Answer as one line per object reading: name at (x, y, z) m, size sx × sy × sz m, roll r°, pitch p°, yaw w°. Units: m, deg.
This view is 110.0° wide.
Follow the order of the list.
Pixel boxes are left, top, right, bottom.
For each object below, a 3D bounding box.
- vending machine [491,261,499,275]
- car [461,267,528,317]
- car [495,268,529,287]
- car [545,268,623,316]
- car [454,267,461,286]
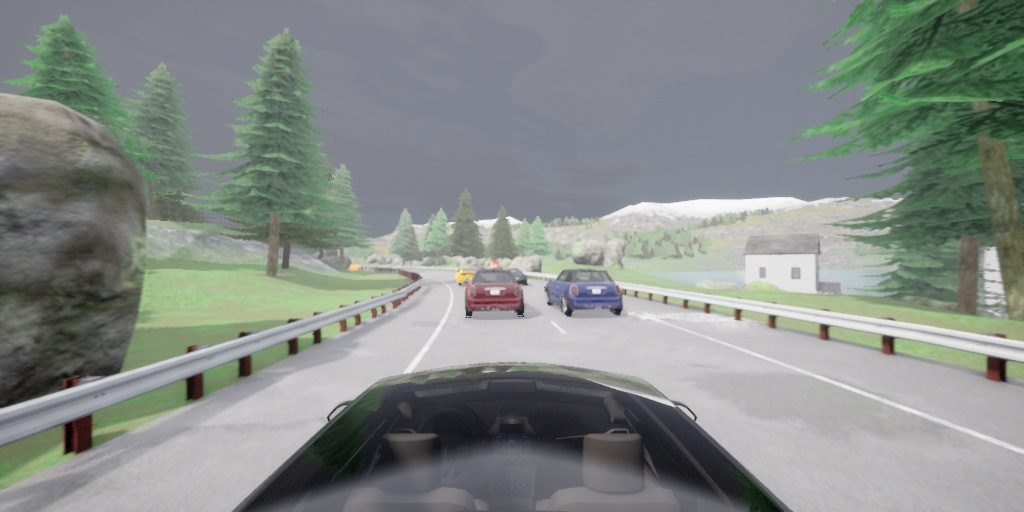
vending machine at (-2.509, 1.660, 52.325) m, size 1.100 × 2.100 × 0.880 m, roll 0°, pitch 0°, yaw -24°
car at (-0.791, 1.279, 14.232) m, size 2.097 × 1.767 × 4.553 m, roll 0°, pitch -1°, yaw -6°
car at (-0.096, 1.712, 30.130) m, size 1.994 × 1.385 × 4.181 m, roll 0°, pitch -1°, yaw -14°
car at (2.698, 1.271, 14.497) m, size 2.097 × 1.767 × 4.553 m, roll 0°, pitch -1°, yaw -6°
car at (-3.774, 1.640, 30.433) m, size 1.882 × 1.535 × 5.008 m, roll 0°, pitch 0°, yaw -14°
